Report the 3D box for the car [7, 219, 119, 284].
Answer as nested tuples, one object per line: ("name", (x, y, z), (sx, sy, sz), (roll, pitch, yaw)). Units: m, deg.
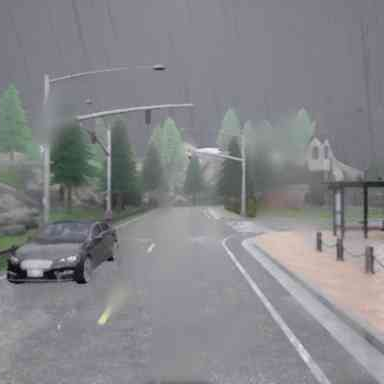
("car", (-3.515, 1.589, 9.944), (2.128, 1.511, 4.902), (0, -1, 0))
